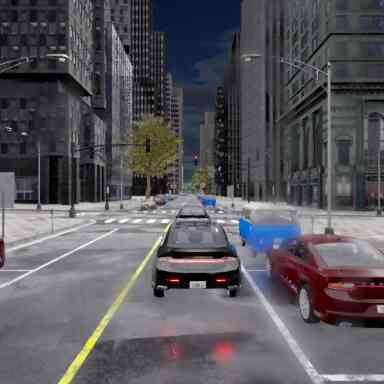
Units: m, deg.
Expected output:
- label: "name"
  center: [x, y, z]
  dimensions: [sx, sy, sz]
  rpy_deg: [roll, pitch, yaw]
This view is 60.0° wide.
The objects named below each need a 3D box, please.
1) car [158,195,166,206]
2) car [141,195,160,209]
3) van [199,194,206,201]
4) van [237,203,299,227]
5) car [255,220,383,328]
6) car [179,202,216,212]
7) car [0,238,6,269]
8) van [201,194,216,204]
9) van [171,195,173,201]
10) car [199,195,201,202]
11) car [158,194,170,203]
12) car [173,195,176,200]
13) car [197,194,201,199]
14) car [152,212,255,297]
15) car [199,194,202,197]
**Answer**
- label: "car"
  center: [-5.838, 1.574, 55.684]
  dimensions: [1.887, 1.381, 4.507]
  rpy_deg: [0, 0, 0]
- label: "car"
  center: [-5.829, 1.545, 44.934]
  dimensions: [1.752, 1.417, 4.829]
  rpy_deg: [0, 0, 0]
- label: "van"
  center: [2.650, 1.404, 82.994]
  dimensions: [1.690, 1.788, 3.998]
  rpy_deg: [0, 0, 0]
- label: "van"
  center: [2.763, 1.343, 12.530]
  dimensions: [1.690, 1.788, 3.998]
  rpy_deg: [0, 0, 0]
- label: "car"
  center: [2.769, 1.545, 7.004]
  dimensions: [1.887, 1.381, 4.507]
  rpy_deg: [0, 0, 0]
- label: "car"
  center: [0.061, 1.495, 17.928]
  dimensions: [2.128, 1.511, 4.902]
  rpy_deg: [0, 0, 1]
- label: "car"
  center: [-5.786, 1.545, 7.011]
  dimensions: [1.887, 1.381, 4.507]
  rpy_deg: [0, 0, 0]
- label: "van"
  center: [2.695, 1.365, 50.514]
  dimensions: [1.690, 1.788, 3.998]
  rpy_deg: [0, 0, 0]
- label: "van"
  center: [-5.867, 1.395, 76.840]
  dimensions: [1.690, 1.788, 3.998]
  rpy_deg: [0, 0, 0]
- label: "car"
  center: [2.687, 1.595, 55.927]
  dimensions: [1.947, 1.339, 4.313]
  rpy_deg: [0, 0, 0]
- label: "car"
  center: [-5.844, 1.349, 60.974]
  dimensions: [2.192, 1.841, 5.009]
  rpy_deg: [0, 0, 0]
- label: "car"
  center: [-5.882, 1.636, 87.417]
  dimensions: [1.947, 1.339, 4.313]
  rpy_deg: [0, 0, 0]
- label: "car"
  center: [2.664, 1.599, 72.167]
  dimensions: [2.008, 1.369, 4.403]
  rpy_deg: [0, 0, 0]
- label: "car"
  center: [0.089, 1.492, 8.542]
  dimensions: [2.128, 1.511, 4.902]
  rpy_deg: [0, 0, 0]
- label: "car"
  center: [2.679, 1.579, 61.340]
  dimensions: [1.887, 1.381, 4.507]
  rpy_deg: [0, 0, 0]
